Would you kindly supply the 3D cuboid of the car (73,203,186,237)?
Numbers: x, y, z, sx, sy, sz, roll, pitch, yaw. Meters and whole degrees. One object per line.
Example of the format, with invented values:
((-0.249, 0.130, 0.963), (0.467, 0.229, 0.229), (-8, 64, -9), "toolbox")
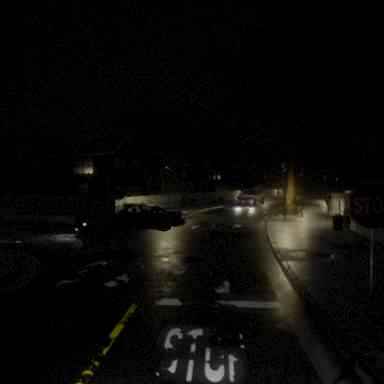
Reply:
((-2.917, 1.282, 16.311), (5.357, 1.411, 2.033), (0, 1, -34), "car")

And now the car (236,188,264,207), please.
((6.944, 0.601, 39.374), (2.150, 2.045, 5.566), (0, 3, 27), "car")
